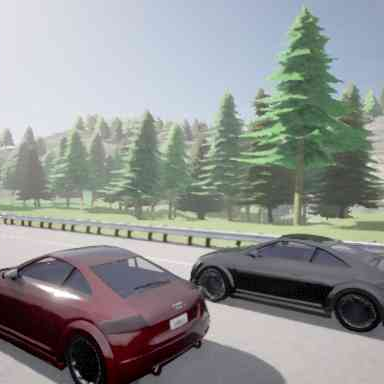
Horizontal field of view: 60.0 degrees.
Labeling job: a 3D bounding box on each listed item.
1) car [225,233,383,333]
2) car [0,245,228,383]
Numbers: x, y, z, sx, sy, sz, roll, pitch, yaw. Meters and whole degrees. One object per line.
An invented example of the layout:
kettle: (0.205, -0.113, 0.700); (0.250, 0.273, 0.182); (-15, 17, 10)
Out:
car: (2.011, 1.565, 6.857); (4.181, 1.385, 1.994); (0, 0, 35)
car: (-1.796, 1.565, 5.273); (4.181, 1.385, 1.994); (0, 0, 36)
